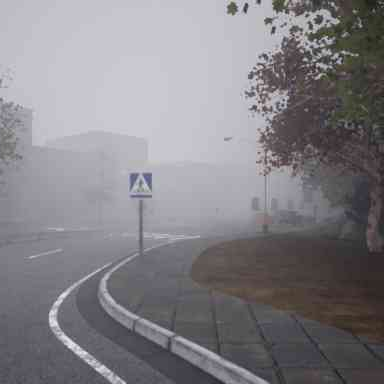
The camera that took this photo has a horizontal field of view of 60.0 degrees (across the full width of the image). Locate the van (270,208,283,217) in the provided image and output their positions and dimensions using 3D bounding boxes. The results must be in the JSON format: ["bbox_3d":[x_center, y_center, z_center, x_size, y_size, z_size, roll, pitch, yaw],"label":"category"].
[{"bbox_3d":[20.363,4.890,80.322,1.878,1.987,4.442,0,-2,30],"label":"van"}]

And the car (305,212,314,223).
[{"bbox_3d":[19.053,4.424,55.398,1.895,1.301,4.718,0,-2,30],"label":"car"}]

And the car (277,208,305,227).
[{"bbox_3d":[13.702,3.646,46.164,2.150,2.045,5.566,0,-2,30],"label":"car"}]

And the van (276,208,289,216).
[{"bbox_3d":[23.170,5.086,85.102,1.878,1.987,4.442,0,-2,30],"label":"van"}]

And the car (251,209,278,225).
[{"bbox_3d":[9.857,3.684,45.806,2.097,1.767,4.553,0,-2,30],"label":"car"}]

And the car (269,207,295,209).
[{"bbox_3d":[14.826,3.932,54.365,2.150,2.045,5.566,0,-2,31],"label":"car"}]
